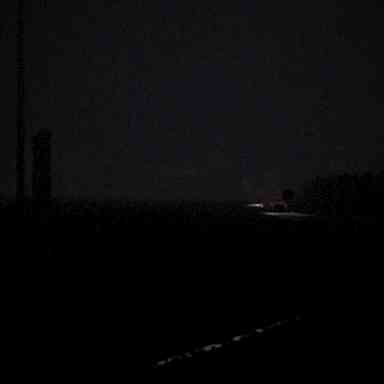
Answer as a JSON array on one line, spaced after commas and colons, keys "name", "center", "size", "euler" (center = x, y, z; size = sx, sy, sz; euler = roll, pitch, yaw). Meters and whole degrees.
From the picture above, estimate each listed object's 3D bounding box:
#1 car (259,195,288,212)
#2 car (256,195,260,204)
[{"name": "car", "center": [8.956, 1.295, 36.034], "size": [1.882, 1.535, 5.008], "euler": [0, 0, 2]}, {"name": "car", "center": [11.906, 1.196, 55.761], "size": [2.128, 1.511, 4.902], "euler": [0, 0, 17]}]
